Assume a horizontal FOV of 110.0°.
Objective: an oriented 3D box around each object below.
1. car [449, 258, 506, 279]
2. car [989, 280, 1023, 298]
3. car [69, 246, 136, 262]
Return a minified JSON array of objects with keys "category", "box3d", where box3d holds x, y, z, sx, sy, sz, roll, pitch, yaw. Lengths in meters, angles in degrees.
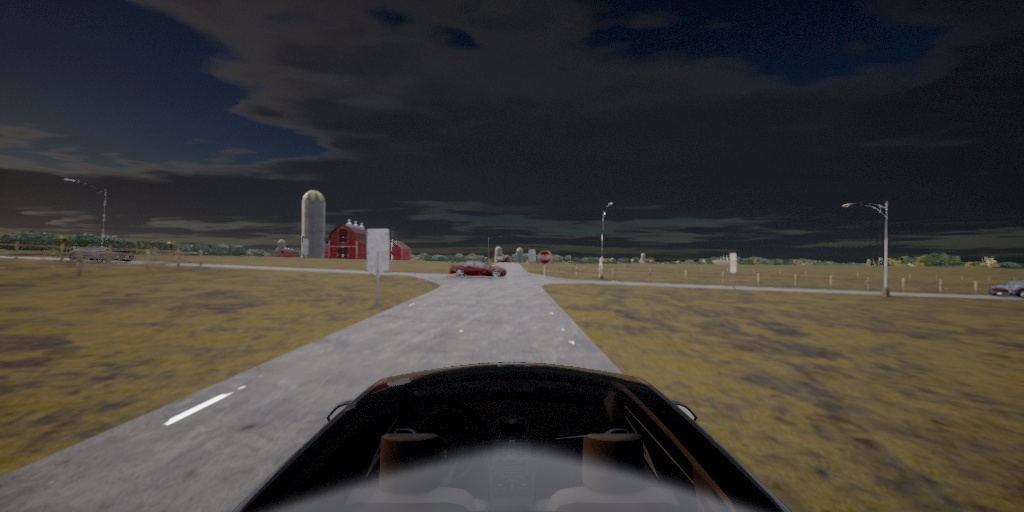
[{"category":"car","box3d":[-2.993,1.160,31.524,5.008,1.535,1.882,2,-1,0]},{"category":"car","box3d":[49.216,3.101,34.564,4.553,1.767,2.097,2,-1,0]},{"category":"car","box3d":[-35.715,-0.193,31.350,4.181,1.385,1.994,3,-1,0]}]
